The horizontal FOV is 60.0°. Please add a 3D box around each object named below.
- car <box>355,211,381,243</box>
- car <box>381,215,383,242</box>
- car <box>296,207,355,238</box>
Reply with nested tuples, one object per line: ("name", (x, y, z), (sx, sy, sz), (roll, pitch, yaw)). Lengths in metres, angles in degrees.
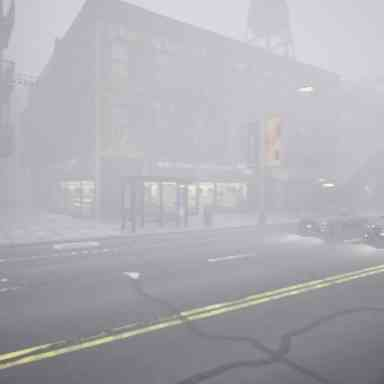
("car", (9.273, 1.497, 14.324), (4.181, 1.385, 1.994), (0, 0, -34))
("car", (7.590, 1.187, 8.758), (5.566, 2.045, 2.150), (0, 0, -34))
("car", (7.337, 1.469, 17.240), (4.181, 1.385, 1.994), (0, 0, -34))
